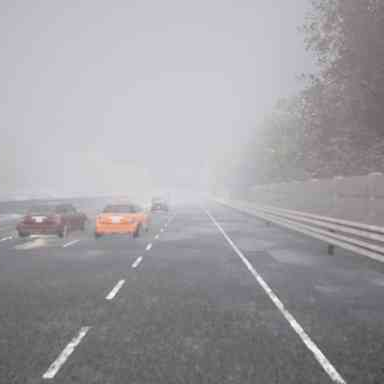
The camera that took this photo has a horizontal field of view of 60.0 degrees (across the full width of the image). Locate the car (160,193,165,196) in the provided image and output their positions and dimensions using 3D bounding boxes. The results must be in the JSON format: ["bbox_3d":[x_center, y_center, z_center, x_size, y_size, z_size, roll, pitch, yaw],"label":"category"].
[{"bbox_3d":[-7.022,1.462,66.944,1.882,1.535,5.008,0,0,0],"label":"car"}]

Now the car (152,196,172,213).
[{"bbox_3d":[-3.507,1.518,37.083,1.812,1.442,4.674,0,0,0],"label":"car"}]

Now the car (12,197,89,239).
[{"bbox_3d":[-6.997,1.320,17.336,2.097,1.767,4.553,0,0,0],"label":"car"}]

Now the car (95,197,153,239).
[{"bbox_3d":[-3.501,1.338,17.496,2.097,1.767,4.553,0,0,0],"label":"car"}]

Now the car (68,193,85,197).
[{"bbox_3d":[-24.521,1.080,72.278,2.097,1.767,4.553,0,0,0],"label":"car"}]

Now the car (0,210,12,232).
[{"bbox_3d":[-10.497,1.551,17.286,1.895,1.301,4.718,0,0,0],"label":"car"}]

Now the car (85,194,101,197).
[{"bbox_3d":[-21.022,1.268,72.249,1.812,1.442,4.674,0,0,0],"label":"car"}]

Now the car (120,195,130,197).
[{"bbox_3d":[-10.515,1.312,52.748,2.097,1.767,4.553,0,0,0],"label":"car"}]

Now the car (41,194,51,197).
[{"bbox_3d":[-31.522,1.213,72.245,2.128,1.511,4.902,0,0,0],"label":"car"}]

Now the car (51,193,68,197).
[{"bbox_3d":[-28.021,1.062,72.276,2.097,1.767,4.553,0,0,0],"label":"car"}]
